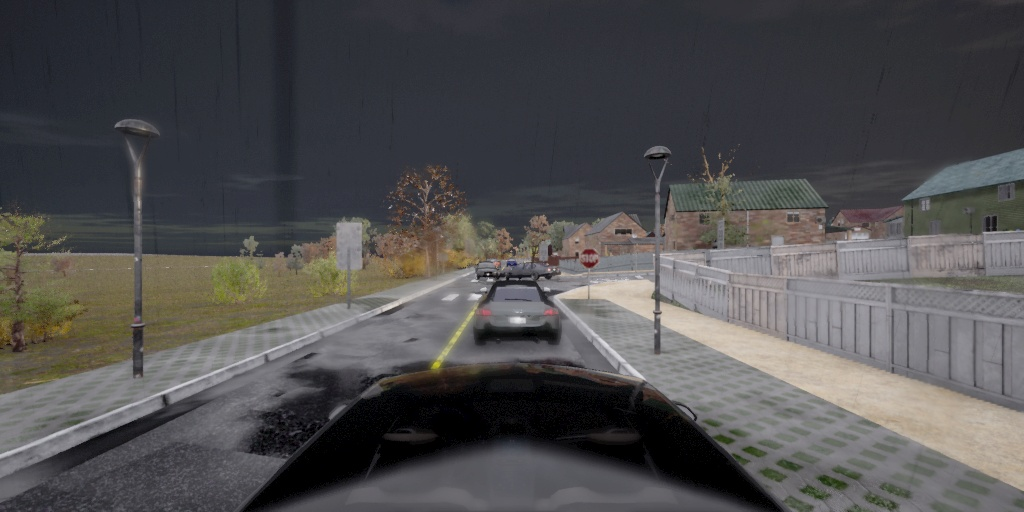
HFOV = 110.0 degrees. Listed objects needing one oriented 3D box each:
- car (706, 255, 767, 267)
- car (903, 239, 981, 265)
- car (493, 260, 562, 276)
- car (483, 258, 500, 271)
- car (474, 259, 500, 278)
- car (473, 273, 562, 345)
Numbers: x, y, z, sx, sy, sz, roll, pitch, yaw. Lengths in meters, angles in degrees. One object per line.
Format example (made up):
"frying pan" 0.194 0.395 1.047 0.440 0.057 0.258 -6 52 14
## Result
"car" 14.373 0.413 22.867 4.181 1.385 1.994 -3 0 16
"car" 23.875 -0.208 20.452 4.902 1.511 2.128 -3 0 14
"car" 1.318 1.197 28.482 5.357 1.411 2.033 -4 -3 43
"car" -2.881 1.120 51.209 2.097 1.767 4.553 0 0 1
"car" -2.271 1.257 31.391 1.837 1.490 4.892 0 0 -8
"car" 0.097 1.313 9.467 1.994 1.385 4.181 0 0 -1
